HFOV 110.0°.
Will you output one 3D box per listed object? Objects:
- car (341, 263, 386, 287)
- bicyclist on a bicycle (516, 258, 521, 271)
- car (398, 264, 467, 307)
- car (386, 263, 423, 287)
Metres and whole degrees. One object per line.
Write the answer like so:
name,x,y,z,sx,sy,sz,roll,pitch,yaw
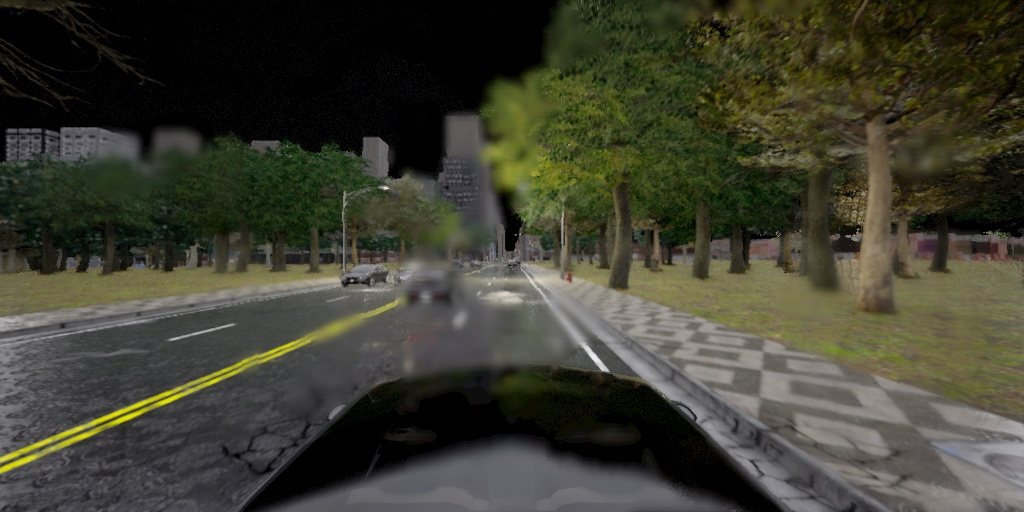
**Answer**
car,-9.848,1.275,24.461,1.837,1.490,4.892,0,0,0
bicyclist on a bicycle,0.890,1.215,46.299,0.659,1.776,1.843,0,0,0
car,-3.152,1.262,15.554,1.837,1.490,4.892,0,0,0
car,-6.598,1.263,24.698,2.128,1.511,4.902,0,0,0
